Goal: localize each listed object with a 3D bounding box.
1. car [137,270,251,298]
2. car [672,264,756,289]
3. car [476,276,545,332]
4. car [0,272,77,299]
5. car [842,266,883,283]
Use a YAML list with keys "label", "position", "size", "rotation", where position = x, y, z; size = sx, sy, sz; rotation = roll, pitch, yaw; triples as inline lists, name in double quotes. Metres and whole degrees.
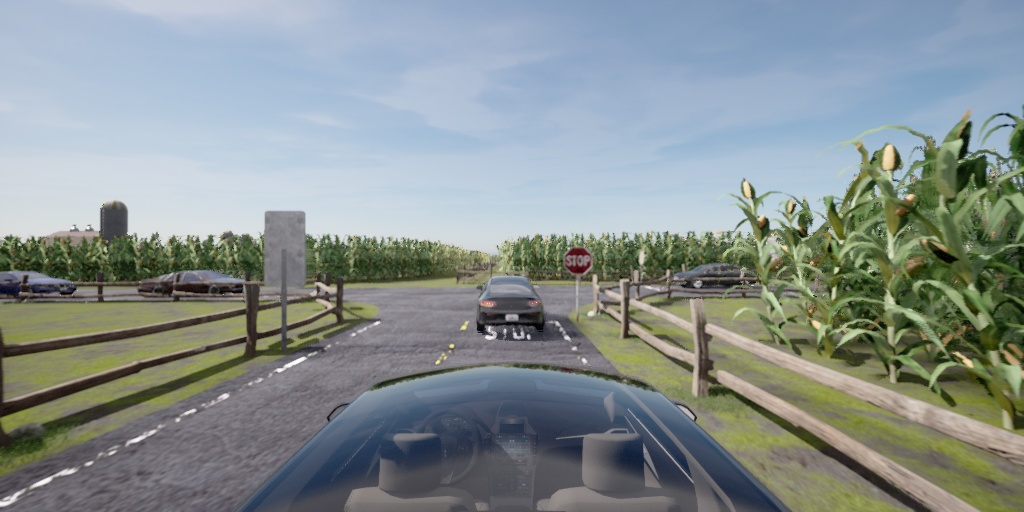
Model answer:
- label: "car"
  position: [-17.534, 1.548, 20.015]
  size: [5.357, 1.411, 2.033]
  rotation: [0, 0, 0]
- label: "car"
  position: [12.815, 1.282, 22.891]
  size: [4.892, 1.490, 1.837]
  rotation: [0, 0, -1]
- label: "car"
  position: [-0.112, 1.335, 11.005]
  size: [1.812, 1.442, 4.674]
  rotation: [0, 0, -3]
- label: "car"
  position: [-27.382, 1.606, 20.025]
  size: [4.674, 1.442, 1.812]
  rotation: [0, 0, 0]
- label: "car"
  position: [23.202, 1.235, 22.916]
  size: [4.674, 1.442, 1.812]
  rotation: [0, 0, 0]
